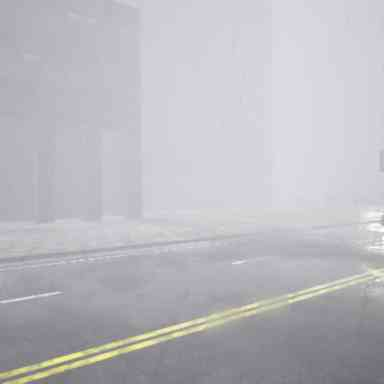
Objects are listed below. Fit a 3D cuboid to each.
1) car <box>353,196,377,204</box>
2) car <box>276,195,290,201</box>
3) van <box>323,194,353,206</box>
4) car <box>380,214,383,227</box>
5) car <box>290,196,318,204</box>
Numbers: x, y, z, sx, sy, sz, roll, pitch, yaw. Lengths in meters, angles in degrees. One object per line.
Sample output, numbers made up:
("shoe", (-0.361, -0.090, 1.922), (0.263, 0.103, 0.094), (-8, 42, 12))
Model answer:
("car", (30.117, 1.405, 58.552), (1.947, 1.339, 4.313), (-1, 1, -35))
("car", (20.289, 1.330, 72.359), (1.802, 1.307, 4.206), (0, 1, -35))
("van", (23.171, 1.287, 53.606), (1.690, 1.788, 3.998), (-1, 1, -35))
("car", (13.995, 1.574, 21.524), (4.181, 1.385, 1.994), (0, 0, -35))
("car", (19.897, 1.499, 58.210), (1.802, 1.307, 4.206), (-1, 1, -35))
